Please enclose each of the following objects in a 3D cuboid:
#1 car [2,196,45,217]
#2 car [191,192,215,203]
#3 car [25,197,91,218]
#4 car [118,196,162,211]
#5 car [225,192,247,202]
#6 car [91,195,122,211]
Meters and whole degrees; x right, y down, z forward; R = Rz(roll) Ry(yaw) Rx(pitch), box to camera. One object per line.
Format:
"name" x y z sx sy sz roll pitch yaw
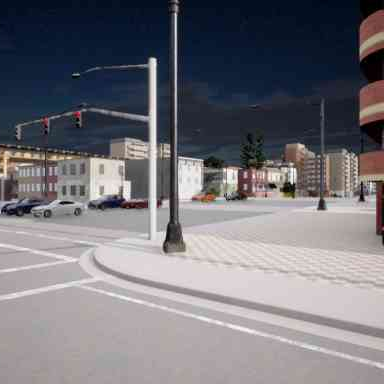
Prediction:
"car" -14.854 1.231 30.547 2.097 1.767 4.553 0 1 37
"car" 1.778 0.773 52.907 2.097 1.767 4.553 0 1 37
"car" -11.607 1.393 29.080 1.812 1.442 4.674 0 1 37
"car" -5.552 1.322 37.216 1.895 1.301 4.718 0 1 37
"car" 7.269 0.850 54.379 1.837 1.490 4.892 0 1 37
"car" -9.567 1.108 37.669 2.097 1.767 4.553 0 1 37
